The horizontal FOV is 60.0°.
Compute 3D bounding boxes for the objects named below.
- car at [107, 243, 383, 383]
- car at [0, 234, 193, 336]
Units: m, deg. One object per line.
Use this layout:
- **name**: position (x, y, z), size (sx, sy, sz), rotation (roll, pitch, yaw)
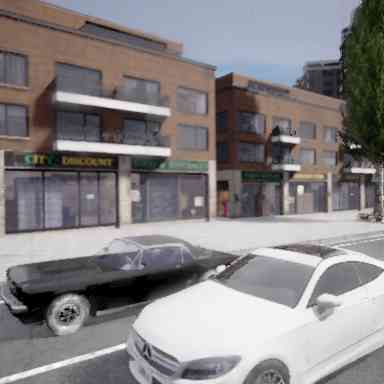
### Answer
- **car**: position (1.416, 1.528, 4.679), size (4.674, 1.442, 1.812), rotation (0, 0, -36)
- **car**: position (-1.206, 1.602, 6.817), size (4.718, 1.301, 1.895), rotation (0, 0, -36)
